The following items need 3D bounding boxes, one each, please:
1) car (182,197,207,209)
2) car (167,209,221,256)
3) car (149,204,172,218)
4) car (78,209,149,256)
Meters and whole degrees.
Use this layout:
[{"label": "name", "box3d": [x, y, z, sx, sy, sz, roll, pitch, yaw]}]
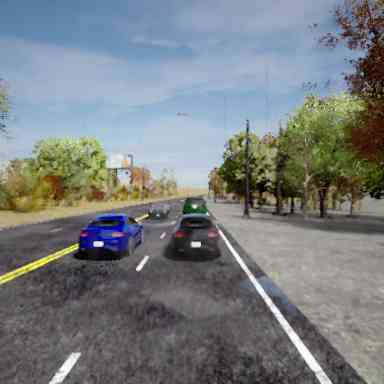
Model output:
[{"label": "car", "box3d": [0.270, 1.449, 31.775, 2.150, 2.045, 5.566, 0, -1, 1]}, {"label": "car", "box3d": [0.140, 1.618, 13.483, 1.812, 1.442, 4.674, -1, 0, 0]}, {"label": "car", "box3d": [-2.989, 1.791, 31.713, 1.895, 1.301, 4.718, 1, 0, 0]}, {"label": "car", "box3d": [-3.101, 1.586, 13.378, 1.812, 1.442, 4.674, 1, 0, 0]}]
